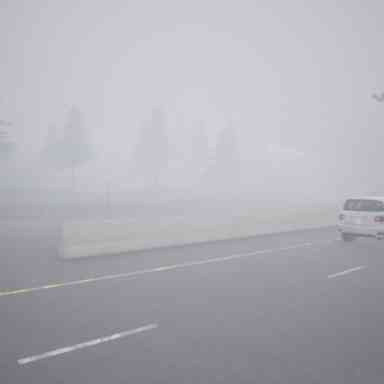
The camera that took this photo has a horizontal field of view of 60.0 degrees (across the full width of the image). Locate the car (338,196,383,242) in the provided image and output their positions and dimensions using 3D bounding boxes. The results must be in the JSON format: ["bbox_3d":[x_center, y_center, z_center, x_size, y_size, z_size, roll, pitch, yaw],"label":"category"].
[{"bbox_3d":[8.792,1.222,15.185,5.566,2.045,2.150,0,0,-40],"label":"car"}]
